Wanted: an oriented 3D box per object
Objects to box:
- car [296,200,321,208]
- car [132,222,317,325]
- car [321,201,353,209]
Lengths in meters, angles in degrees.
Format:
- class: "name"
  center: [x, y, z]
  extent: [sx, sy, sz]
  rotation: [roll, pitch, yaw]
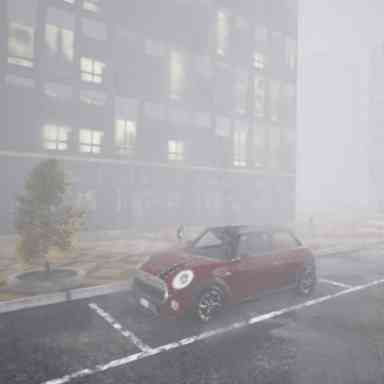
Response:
- class: "car"
  center: [20.281, 2.025, 57.926]
  extent: [1.887, 1.381, 4.507]
  rotation: [1, -1, -35]
- class: "car"
  center: [0.788, 1.463, 7.107]
  extent: [4.097, 1.590, 1.967]
  rotation: [0, 1, -35]
- class: "car"
  center: [23.554, 2.031, 53.295]
  extent: [1.802, 1.307, 4.206]
  rotation: [1, -1, -35]
